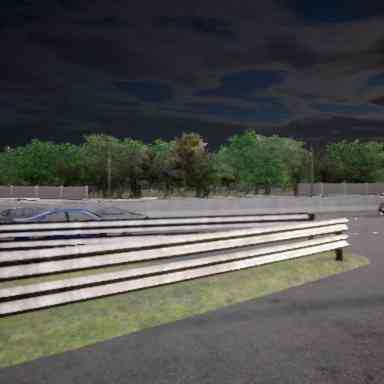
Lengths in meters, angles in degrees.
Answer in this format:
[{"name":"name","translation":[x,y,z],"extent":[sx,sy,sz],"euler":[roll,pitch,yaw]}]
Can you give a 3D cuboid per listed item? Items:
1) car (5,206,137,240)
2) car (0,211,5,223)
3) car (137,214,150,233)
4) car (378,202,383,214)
[{"name":"car","translation":[-5.159,1.469,14.818],"extent":[5.008,1.535,1.882],"euler":[-1,0,-14]},{"name":"car","translation":[-10.159,1.613,20.784],"extent":[5.357,1.411,2.033],"euler":[-1,0,-14]},{"name":"car","translation":[-4.360,1.541,18.623],"extent":[4.181,1.385,1.994],"euler":[-1,0,-14]},{"name":"car","translation":[17.865,1.181,27.776],"extent":[4.674,1.442,1.812],"euler":[-1,0,-14]}]
